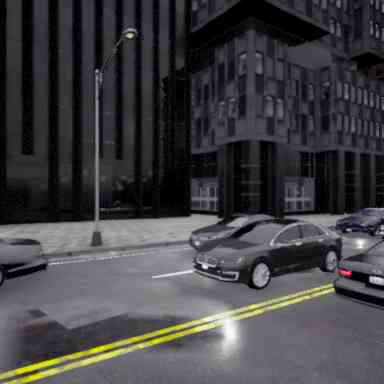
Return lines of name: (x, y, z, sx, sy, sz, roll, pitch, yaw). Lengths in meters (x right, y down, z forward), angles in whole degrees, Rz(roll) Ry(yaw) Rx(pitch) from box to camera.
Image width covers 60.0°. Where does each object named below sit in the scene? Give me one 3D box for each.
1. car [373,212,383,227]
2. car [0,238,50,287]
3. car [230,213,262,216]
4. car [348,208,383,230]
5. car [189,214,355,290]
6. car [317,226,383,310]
car: (10.503, 1.677, 15.151, 4.718, 1.301, 1.895, 0, 0, -35)
car: (-6.098, 1.543, 7.321, 5.357, 1.411, 2.033, 0, 0, -36)
car: (2.086, 1.566, 13.133, 4.674, 1.442, 1.812, 0, 0, -36)
car: (10.489, 1.634, 19.124, 5.357, 1.411, 2.033, 0, 0, -35)
car: (2.289, 1.537, 9.305, 4.892, 1.490, 1.837, 0, 0, -36)
car: (5.235, 1.584, 7.172, 5.357, 1.411, 2.033, 0, 0, -35)
